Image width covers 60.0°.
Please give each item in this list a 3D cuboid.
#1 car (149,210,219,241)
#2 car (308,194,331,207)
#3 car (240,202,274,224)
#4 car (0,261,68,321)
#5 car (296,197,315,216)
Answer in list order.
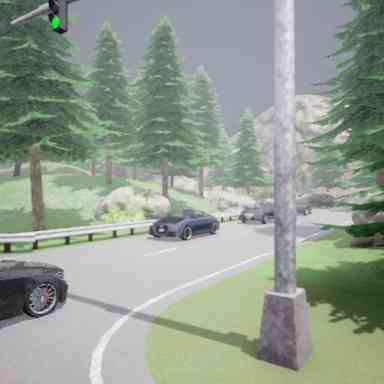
[{"bbox_3d":[-0.297,1.622,17.267,1.994,1.385,4.181,0,0,35],"label":"car"},{"bbox_3d":[18.030,1.375,48.292,2.150,2.045,5.566,3,-1,-18],"label":"car"},{"bbox_3d":[5.392,1.551,25.425,2.128,1.511,4.902,0,0,35],"label":"car"},{"bbox_3d":[-4.303,1.610,5.264,1.812,1.442,4.674,0,-1,35],"label":"car"},{"bbox_3d":[11.022,1.567,33.952,1.837,1.490,4.892,0,0,28],"label":"car"}]
